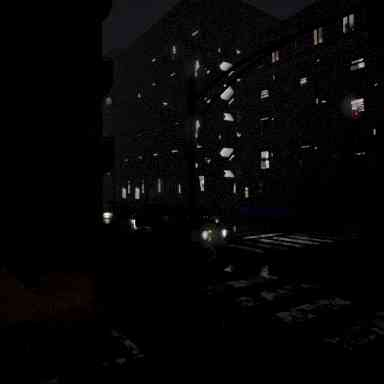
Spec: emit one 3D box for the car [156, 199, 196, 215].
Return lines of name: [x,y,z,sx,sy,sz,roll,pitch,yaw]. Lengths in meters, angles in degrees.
car: [-1.748,1.453,34.240,1.752,1.417,4.829,0,0,-36]

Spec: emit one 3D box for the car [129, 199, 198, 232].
car: [-1.815,1.443,20.031,1.967,1.590,4.097,0,0,-36]

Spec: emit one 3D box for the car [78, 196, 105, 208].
car: [-14.245,1.433,47.010,2.128,1.511,4.902,-1,0,-36]

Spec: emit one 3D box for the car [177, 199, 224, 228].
car: [0.054,1.475,21.864,2.128,1.511,4.902,-1,0,-36]

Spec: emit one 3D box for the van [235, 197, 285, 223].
van: [4.987,1.284,24.926,1.690,1.788,3.998,0,0,-36]

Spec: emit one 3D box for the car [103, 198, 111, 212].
car: [-11.323,1.442,37.614,1.882,1.535,5.008,-1,0,-36]

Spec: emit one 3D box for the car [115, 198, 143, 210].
car: [-8.283,1.467,43.277,1.887,1.381,4.507,-1,0,-36]

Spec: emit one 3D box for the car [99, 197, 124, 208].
car: [-11.601,1.467,47.865,1.887,1.381,4.507,-1,0,-36]

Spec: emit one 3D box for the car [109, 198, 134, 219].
car: [-5.338,1.535,29.314,1.994,1.385,4.181,-1,0,-37]

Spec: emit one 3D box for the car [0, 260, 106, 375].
car: [-3.551,1.525,4.035,4.829,1.417,1.752,0,0,-35]
